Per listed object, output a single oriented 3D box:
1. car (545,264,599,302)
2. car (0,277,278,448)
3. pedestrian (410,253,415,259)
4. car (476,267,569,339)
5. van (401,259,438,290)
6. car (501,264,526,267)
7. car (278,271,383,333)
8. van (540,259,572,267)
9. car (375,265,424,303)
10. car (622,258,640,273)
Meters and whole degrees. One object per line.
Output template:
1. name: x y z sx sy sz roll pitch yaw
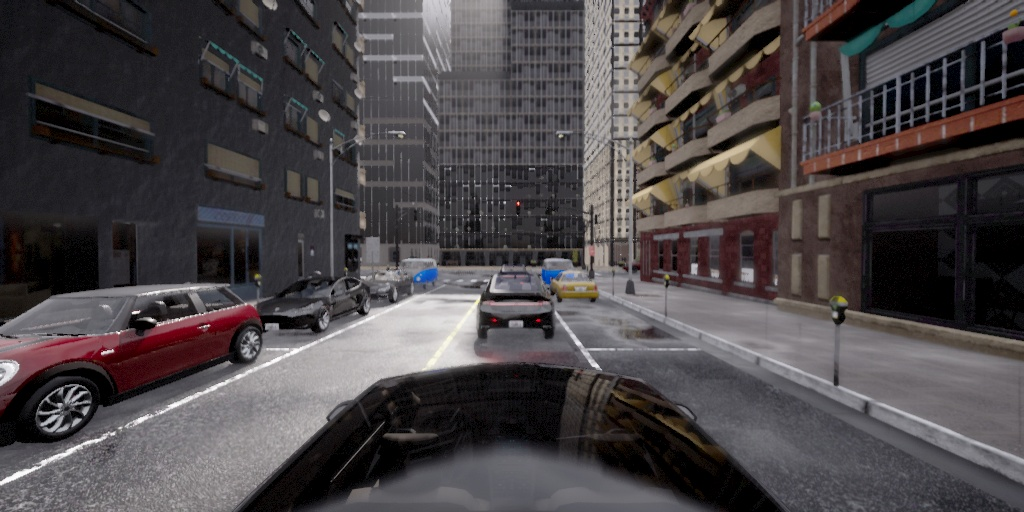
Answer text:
1. car: 2.710 1.250 16.404 1.751 1.417 4.829 0 0 0
2. car: -5.688 1.184 5.072 1.967 1.591 4.097 0 0 0
3. pedestrian: -12.330 0.569 44.287 0.375 1.860 0.375 0 1 0
4. car: 0.095 1.227 10.009 2.128 1.511 4.902 0 0 0
5. van: -5.662 1.055 21.877 1.690 1.789 3.998 0 0 0
6. car: 0.092 1.209 20.312 2.128 1.511 4.902 0 0 0
7. car: -5.680 1.300 10.673 1.948 1.339 4.313 0 0 0
8. van: 2.719 1.055 21.835 1.690 1.789 3.998 0 0 0
9. car: -5.671 1.275 16.275 2.007 1.370 4.403 0 0 0
10. car: 15.292 1.026 41.154 5.009 1.841 2.192 0 0 0
